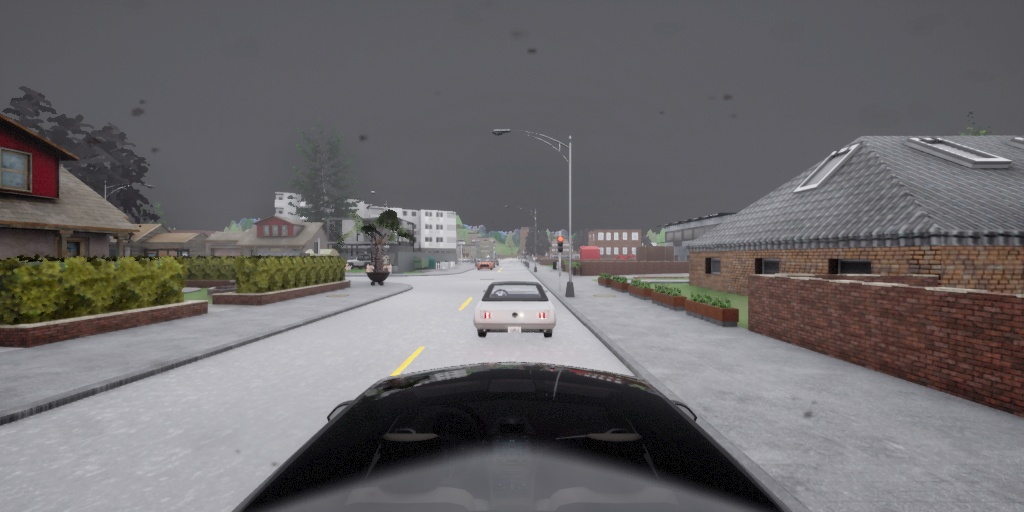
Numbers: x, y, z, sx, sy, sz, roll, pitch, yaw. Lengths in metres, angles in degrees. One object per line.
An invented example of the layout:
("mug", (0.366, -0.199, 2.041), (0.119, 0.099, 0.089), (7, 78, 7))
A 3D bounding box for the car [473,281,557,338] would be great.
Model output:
("car", (0.096, 1.351, 10.191), (1.895, 1.301, 4.718), (0, 0, 1))

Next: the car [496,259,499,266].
("car", (-3.755, 1.255, 61.678), (1.837, 1.490, 4.892), (0, 0, 1))

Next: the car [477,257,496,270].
("car", (-3.826, 1.102, 52.297), (2.097, 1.767, 4.553), (0, 0, 0))

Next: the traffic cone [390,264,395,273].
("traffic cone", (-15.162, 1.558, 44.708), (0.344, 0.586, 0.344), (0, 0, 0))

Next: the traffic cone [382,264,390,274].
("traffic cone", (-15.526, 1.561, 44.141), (0.344, 0.586, 0.344), (0, 0, 0))
